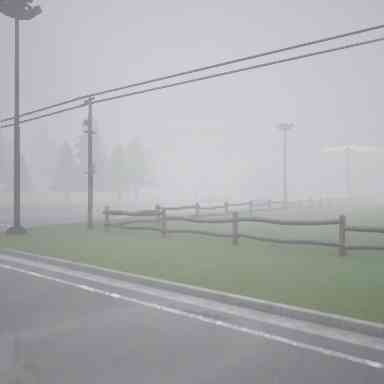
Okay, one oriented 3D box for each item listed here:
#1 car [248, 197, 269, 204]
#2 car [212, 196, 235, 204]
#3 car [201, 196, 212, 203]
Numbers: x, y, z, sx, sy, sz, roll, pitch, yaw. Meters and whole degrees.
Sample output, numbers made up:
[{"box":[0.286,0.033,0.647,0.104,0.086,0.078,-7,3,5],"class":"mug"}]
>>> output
[{"box":[12.275,1.601,60.867,2.033,1.411,5.357,0,0,36],"class":"car"},{"box":[6.622,1.510,64.996,1.882,1.535,5.008,0,0,36],"class":"car"},{"box":[3.796,1.559,67.060,1.837,1.490,4.892,0,0,36],"class":"car"}]
